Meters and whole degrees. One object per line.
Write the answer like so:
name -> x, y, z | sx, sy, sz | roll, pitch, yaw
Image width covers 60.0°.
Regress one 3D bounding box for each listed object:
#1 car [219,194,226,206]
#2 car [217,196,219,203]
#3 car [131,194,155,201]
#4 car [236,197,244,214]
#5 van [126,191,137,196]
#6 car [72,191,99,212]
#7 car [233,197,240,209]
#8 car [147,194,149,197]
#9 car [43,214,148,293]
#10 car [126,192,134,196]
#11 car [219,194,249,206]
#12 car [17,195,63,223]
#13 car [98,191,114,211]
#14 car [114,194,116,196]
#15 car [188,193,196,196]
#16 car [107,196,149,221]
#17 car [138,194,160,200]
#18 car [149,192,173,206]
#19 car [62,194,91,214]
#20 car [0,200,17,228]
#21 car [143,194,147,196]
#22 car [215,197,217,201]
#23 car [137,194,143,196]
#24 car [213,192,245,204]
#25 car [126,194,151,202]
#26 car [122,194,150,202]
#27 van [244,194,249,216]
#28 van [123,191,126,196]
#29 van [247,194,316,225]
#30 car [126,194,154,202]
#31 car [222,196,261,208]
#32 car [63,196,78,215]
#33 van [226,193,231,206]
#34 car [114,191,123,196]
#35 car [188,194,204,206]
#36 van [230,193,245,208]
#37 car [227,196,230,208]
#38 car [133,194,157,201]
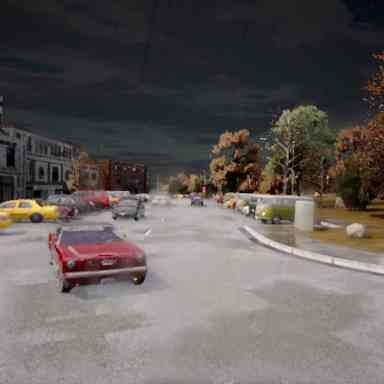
car -> 6.816, 1.449, 44.429 | 5.366, 1.575, 1.946 | 2, 0, -19
car -> 7.139, 1.487, 53.335 | 4.792, 1.488, 2.163 | 2, 0, -19
car -> -10.458, 1.193, 71.185 | 4.674, 1.452, 2.002 | 0, 0, -19
car -> 6.791, 1.524, 29.769 | 4.674, 1.452, 2.002 | 2, 0, -19
van -> -10.669, 0.910, 47.758 | 4.442, 1.987, 1.878 | 0, 0, -19
car -> -11.053, 1.036, 30.114 | 4.553, 1.767, 2.185 | 0, 0, -19
car -> 6.829, 1.516, 32.714 | 4.674, 1.452, 2.002 | 2, 0, -19
car -> -10.589, 1.171, 59.461 | 4.792, 1.488, 2.163 | 0, 0, -19
car -> -2.743, 1.515, 8.902 | 1.895, 1.301, 4.718 | 1, 0, -27
car -> -10.812, 1.137, 44.782 | 5.008, 1.535, 2.097 | 0, 0, -19
car -> 7.129, 1.332, 56.258 | 4.553, 1.767, 2.185 | 2, 0, -19
car -> -11.317, 1.190, 21.255 | 5.366, 1.575, 1.946 | 0, 1, -19
car -> -11.005, 0.904, 33.037 | 5.566, 2.045, 2.435 | 0, 0, -19
car -> -10.942, 1.189, 35.985 | 4.674, 1.452, 2.002 | 0, 0, -19
car -> 0.840, 1.355, 62.444 | 2.128, 1.511, 4.902 | 1, 0, 1
car -> -4.768, 1.311, 25.523 | 1.837, 1.490, 4.892 | 1, 0, 1
car -> -10.331, 1.162, 79.981 | 4.892, 1.521, 2.231 | 0, 0, -19
car -> -4.412, 0.987, 48.569 | 2.150, 2.045, 5.566 | 1, 0, 1
car -> -11.054, 1.174, 27.183 | 4.892, 1.521, 2.231 | 0, 0, -19
car -> -11.400, 1.215, 15.394 | 5.366, 1.575, 1.946 | 0, 1, -19
car -> -10.663, 1.140, 56.515 | 4.892, 1.521, 2.231 | 0, 0, -19
car -> 7.259, 1.495, 62.169 | 4.792, 1.488, 2.163 | 2, 0, -19
car -> -10.727, 1.011, 53.576 | 4.553, 1.767, 2.185 | 0, 0, -19
car -> 7.256, 1.215, 65.087 | 5.566, 2.045, 2.435 | 2, 0, -19
car -> -10.539, 1.187, 65.317 | 4.674, 1.452, 2.002 | 0, 0, -19
car -> -10.586, 1.145, 62.387 | 4.892, 1.521, 2.231 | 0, 0, -19
van -> 6.862, 1.272, 26.871 | 4.442, 1.987, 1.878 | 2, 0, -19
van -> -10.966, 0.913, 41.806 | 4.442, 1.987, 1.878 | 0, 0, -19
van -> 6.603, 1.275, 23.841 | 4.442, 1.987, 1.878 | 2, 1, -19
car -> -10.668, 1.146, 68.184 | 5.366, 1.575, 1.946 | 0, 0, -19
car -> 7.023, 1.456, 47.437 | 4.892, 1.521, 2.231 | 2, 0, -19
car -> -11.070, 1.212, 24.257 | 4.792, 1.488, 2.163 | 0, 0, -19
van -> 7.066, 1.238, 41.589 | 4.442, 1.987, 1.878 | 2, 0, -19
car -> -10.869, 1.017, 38.923 | 4.553, 1.767, 2.185 | 0, 0, -19
car -> 0.785, 1.383, 51.345 | 1.812, 1.442, 4.674 | 1, 0, 1
van -> 6.767, 1.241, 35.616 | 4.442, 1.987, 1.878 | 2, 0, -19
car -> 6.904, 1.503, 38.608 | 4.674, 1.452, 2.002 | 2, 0, -19
car -> -10.422, 1.157, 74.118 | 4.892, 1.521, 2.231 | 0, 0, -19
